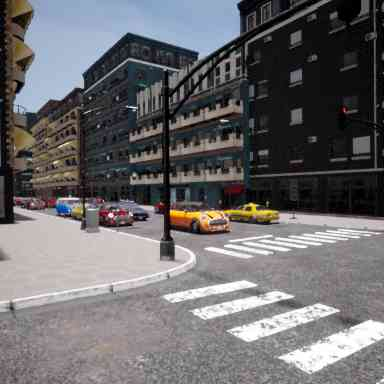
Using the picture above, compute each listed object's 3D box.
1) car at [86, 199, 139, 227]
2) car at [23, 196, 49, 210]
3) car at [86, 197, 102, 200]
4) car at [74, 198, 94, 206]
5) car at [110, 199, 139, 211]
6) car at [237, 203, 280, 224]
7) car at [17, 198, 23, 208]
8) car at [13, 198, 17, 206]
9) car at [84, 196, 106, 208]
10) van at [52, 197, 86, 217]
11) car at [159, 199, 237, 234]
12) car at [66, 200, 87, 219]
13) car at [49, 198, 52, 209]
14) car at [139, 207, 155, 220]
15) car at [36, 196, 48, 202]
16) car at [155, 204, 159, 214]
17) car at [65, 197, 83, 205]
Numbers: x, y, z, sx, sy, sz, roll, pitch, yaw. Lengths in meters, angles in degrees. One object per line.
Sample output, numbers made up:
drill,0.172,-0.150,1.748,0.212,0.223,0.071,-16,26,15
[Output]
car,-5.786,1.553,23.966,1.967,1.590,4.097,-1,1,-35
car,-21.853,1.628,46.494,1.967,1.590,4.097,-1,1,-35
car,-11.673,1.462,36.694,2.097,1.767,4.553,-1,0,-35
car,-18.242,1.643,55.865,1.947,1.339,4.313,-1,1,-35
car,-8.602,1.581,42.348,2.008,1.369,4.403,-1,1,-35
car,4.152,1.498,24.463,1.752,1.417,4.829,-1,1,-35
car,-25.064,1.769,51.000,1.947,1.339,4.313,-1,1,-35
car,-31.491,1.782,60.012,1.887,1.381,4.507,-1,1,-35
car,-15.031,1.501,51.358,1.967,1.590,4.097,-1,1,-35
van,-12.214,1.483,32.975,1.690,1.788,3.998,-1,1,-35
car,0.203,1.409,20.022,2.097,1.767,4.553,-1,0,-35
car,-8.899,1.652,28.333,1.752,1.417,4.829,-1,1,-35
car,-20.265,1.631,48.896,1.882,1.535,5.008,-1,0,-35
car,-5.511,1.629,28.043,2.033,1.411,5.357,-1,0,-35
car,-37.522,1.727,82.901,1.887,1.381,4.507,-1,1,-35
car,-2.177,1.441,33.335,1.967,1.590,4.097,-1,1,-35
car,-21.456,1.645,60.371,2.008,1.369,4.403,-1,1,-35
